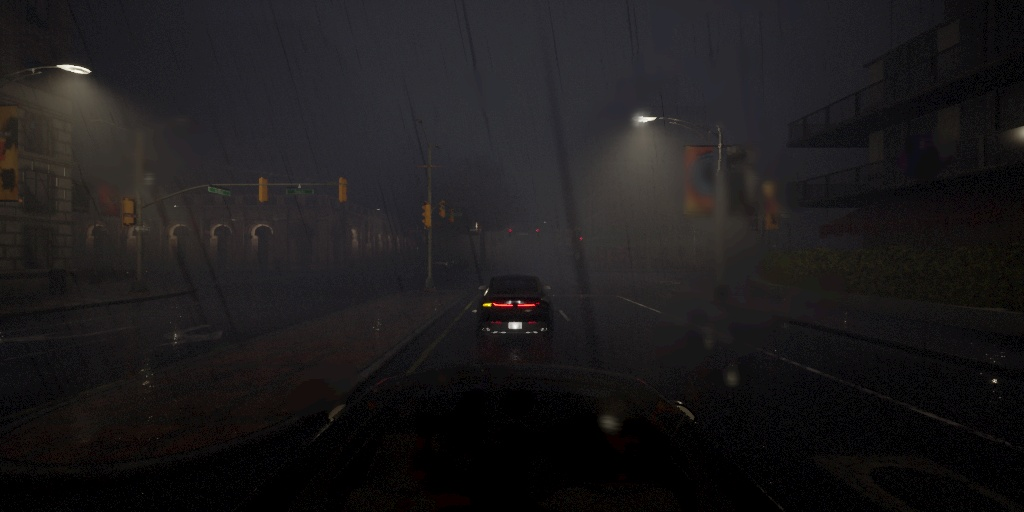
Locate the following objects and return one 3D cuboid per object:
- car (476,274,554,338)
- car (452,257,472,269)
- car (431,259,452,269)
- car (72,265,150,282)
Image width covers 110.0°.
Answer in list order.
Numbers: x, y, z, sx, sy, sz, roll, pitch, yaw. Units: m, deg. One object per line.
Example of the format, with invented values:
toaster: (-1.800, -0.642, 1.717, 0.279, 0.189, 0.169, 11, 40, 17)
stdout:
car: (0.079, 1.255, 10.174, 1.837, 1.490, 4.892, 0, 0, 0)
car: (-8.040, 1.276, 58.371, 1.812, 1.442, 4.674, 0, 0, 0)
car: (-11.530, 1.276, 58.597, 1.812, 1.442, 4.674, 0, 0, 0)
car: (-32.015, 1.351, 28.588, 4.718, 1.301, 1.895, 0, 0, 0)
